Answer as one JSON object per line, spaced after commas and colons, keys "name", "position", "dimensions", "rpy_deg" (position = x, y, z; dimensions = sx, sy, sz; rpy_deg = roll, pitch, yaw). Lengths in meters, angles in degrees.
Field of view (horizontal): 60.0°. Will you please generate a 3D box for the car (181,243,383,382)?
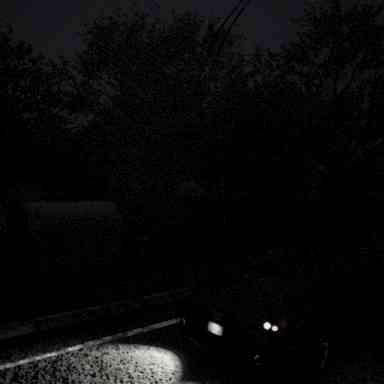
{"name": "car", "position": [1.874, 1.596, 5.529], "dimensions": [4.181, 1.385, 1.994], "rpy_deg": [1, 0, -38]}
